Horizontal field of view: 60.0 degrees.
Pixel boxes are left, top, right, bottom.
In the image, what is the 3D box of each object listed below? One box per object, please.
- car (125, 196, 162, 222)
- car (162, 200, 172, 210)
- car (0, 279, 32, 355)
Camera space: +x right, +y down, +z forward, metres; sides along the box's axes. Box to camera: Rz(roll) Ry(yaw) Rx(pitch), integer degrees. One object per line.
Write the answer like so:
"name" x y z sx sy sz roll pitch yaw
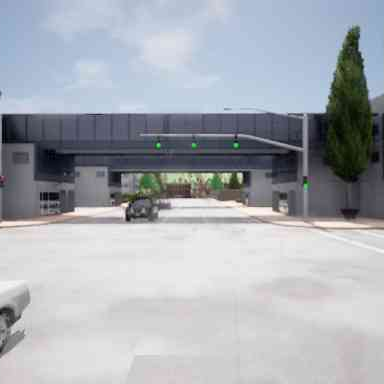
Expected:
"car" -4.083 1.366 27.834 2.150 2.045 5.566 0 0 1
"car" -3.896 1.845 46.752 1.895 1.301 4.718 0 0 1
"car" -3.524 1.619 3.192 1.895 1.301 4.718 0 0 -1
